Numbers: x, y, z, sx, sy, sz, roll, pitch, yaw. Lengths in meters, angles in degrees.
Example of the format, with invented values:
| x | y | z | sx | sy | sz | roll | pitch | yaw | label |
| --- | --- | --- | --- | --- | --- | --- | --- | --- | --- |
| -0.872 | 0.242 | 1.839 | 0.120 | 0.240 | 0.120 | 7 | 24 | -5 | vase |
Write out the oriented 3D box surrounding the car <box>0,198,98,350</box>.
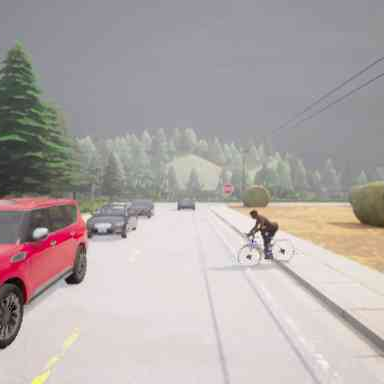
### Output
| x | y | z | sx | sy | sz | roll | pitch | yaw | label |
| --- | --- | --- | --- | --- | --- | --- | --- | --- | --- |
| -3.702 | 1.175 | 6.466 | 2.150 | 2.045 | 5.566 | 0 | 0 | -1 | car |

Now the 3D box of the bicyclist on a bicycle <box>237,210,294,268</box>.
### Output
| x | y | z | sx | sy | sz | roll | pitch | yaw | label |
| --- | --- | --- | --- | --- | --- | --- | --- | --- | --- |
| 2.027 | 1.295 | 9.444 | 1.656 | 1.620 | 0.582 | -9 | 1 | -1 | bicyclist on a bicycle |

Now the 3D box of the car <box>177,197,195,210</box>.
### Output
| x | y | z | sx | sy | sz | roll | pitch | yaw | label |
| --- | --- | --- | --- | --- | --- | --- | --- | --- | --- |
| -0.644 | 1.286 | 37.893 | 1.994 | 1.385 | 4.181 | 0 | 0 | -1 | car |

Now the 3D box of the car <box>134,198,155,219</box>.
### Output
| x | y | z | sx | sy | sz | roll | pitch | yaw | label |
| --- | --- | --- | --- | --- | --- | --- | --- | --- | --- |
| -4.105 | 1.307 | 27.220 | 1.837 | 1.490 | 4.892 | 0 | 0 | -1 | car |

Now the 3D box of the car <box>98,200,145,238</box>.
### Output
| x | y | z | sx | sy | sz | roll | pitch | yaw | label |
| --- | --- | --- | --- | --- | --- | --- | --- | --- | --- |
| -3.910 | 1.370 | 16.797 | 2.128 | 1.511 | 4.902 | 0 | 0 | -1 | car |
